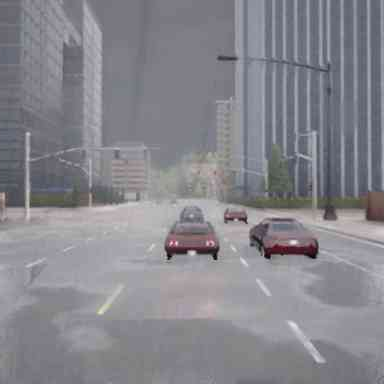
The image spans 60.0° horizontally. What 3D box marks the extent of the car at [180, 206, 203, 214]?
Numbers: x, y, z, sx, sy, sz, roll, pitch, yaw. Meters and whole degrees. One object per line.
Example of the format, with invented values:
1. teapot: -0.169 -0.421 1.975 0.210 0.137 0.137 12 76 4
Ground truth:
1. car: -0.048 1.891 28.505 1.994 1.385 4.181 0 -1 -1

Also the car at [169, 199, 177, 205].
1. car: -4.610 2.489 82.079 1.994 1.385 4.181 0 -1 -1

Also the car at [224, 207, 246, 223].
1. car: 3.701 1.924 28.244 1.895 1.301 4.718 0 -1 6

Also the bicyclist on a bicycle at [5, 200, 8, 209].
1. bicyclist on a bicycle: -28.382 1.877 50.381 0.582 1.620 1.656 0 0 -1

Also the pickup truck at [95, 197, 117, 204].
1. pickup truck: -21.258 2.014 83.693 2.390 2.098 6.274 0 -1 30

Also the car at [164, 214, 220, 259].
1. car: 0.024 1.753 13.217 1.895 1.301 4.718 0 -1 1

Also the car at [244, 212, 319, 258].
1. car: 3.529 1.720 13.464 1.994 1.385 4.181 0 -1 1

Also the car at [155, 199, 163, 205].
1. car: -8.110 2.436 82.025 1.837 1.490 4.892 0 -1 -1
